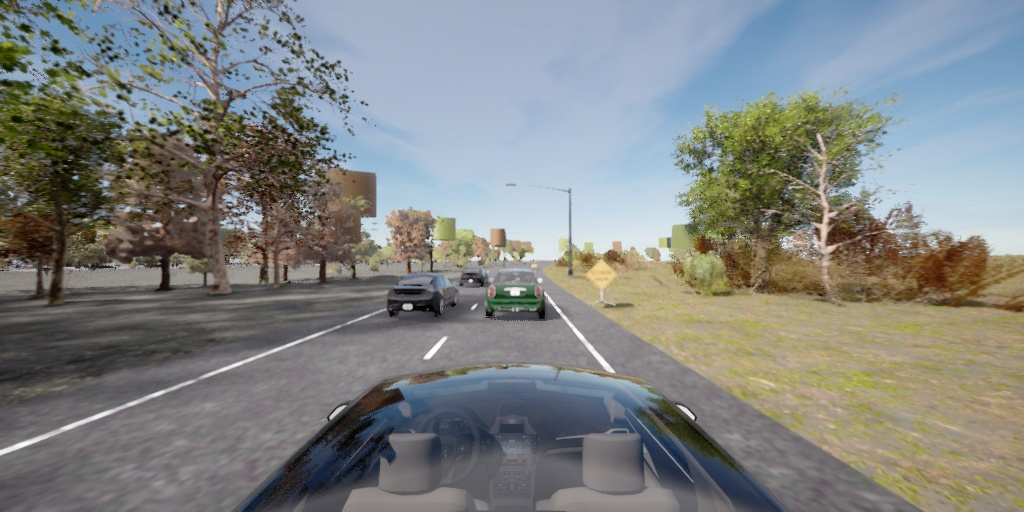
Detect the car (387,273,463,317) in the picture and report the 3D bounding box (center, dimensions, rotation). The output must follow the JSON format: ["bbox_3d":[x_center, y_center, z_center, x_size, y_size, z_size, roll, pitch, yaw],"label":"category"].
[{"bbox_3d":[-3.342,1.425,14.116,1.837,1.490,4.892,0,0,1],"label":"car"}]

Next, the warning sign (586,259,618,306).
[{"bbox_3d":[3.661,1.043,14.614,1.300,1.860,1.060,0,0,1],"label":"warning sign"}]

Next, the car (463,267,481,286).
[{"bbox_3d":[-2.987,1.632,29.145,1.837,1.490,4.892,0,0,2],"label":"car"}]

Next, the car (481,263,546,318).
[{"bbox_3d":[0.157,1.270,14.006,2.097,1.767,4.553,0,-1,1],"label":"car"}]
